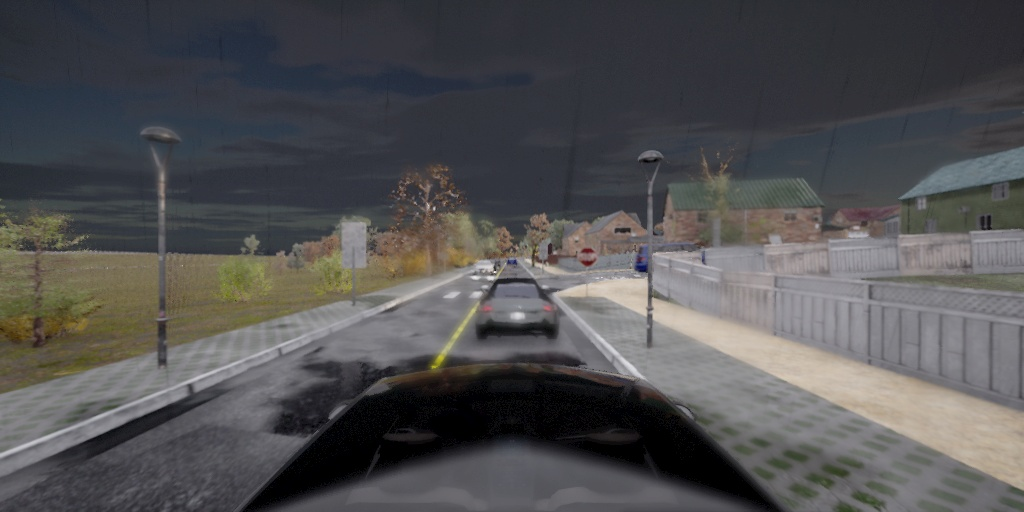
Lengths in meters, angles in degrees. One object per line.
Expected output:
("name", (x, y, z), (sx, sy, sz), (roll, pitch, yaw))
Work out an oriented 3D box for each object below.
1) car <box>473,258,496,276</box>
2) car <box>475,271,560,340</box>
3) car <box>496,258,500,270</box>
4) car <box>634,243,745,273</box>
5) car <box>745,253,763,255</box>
("car", (-2.764, 1.141, 35.542), (1.812, 1.442, 4.674), (0, 0, -3))
("car", (0.100, 1.279, 9.844), (1.994, 1.385, 4.181), (0, 0, -1))
("car", (-2.857, 1.084, 46.008), (1.837, 1.490, 4.892), (0, 0, 0))
("car", (10.268, 0.207, 21.560), (5.566, 2.045, 2.150), (-3, -1, 15))
("car", (14.294, 0.312, 23.276), (5.357, 1.411, 2.033), (-3, 0, 14))
